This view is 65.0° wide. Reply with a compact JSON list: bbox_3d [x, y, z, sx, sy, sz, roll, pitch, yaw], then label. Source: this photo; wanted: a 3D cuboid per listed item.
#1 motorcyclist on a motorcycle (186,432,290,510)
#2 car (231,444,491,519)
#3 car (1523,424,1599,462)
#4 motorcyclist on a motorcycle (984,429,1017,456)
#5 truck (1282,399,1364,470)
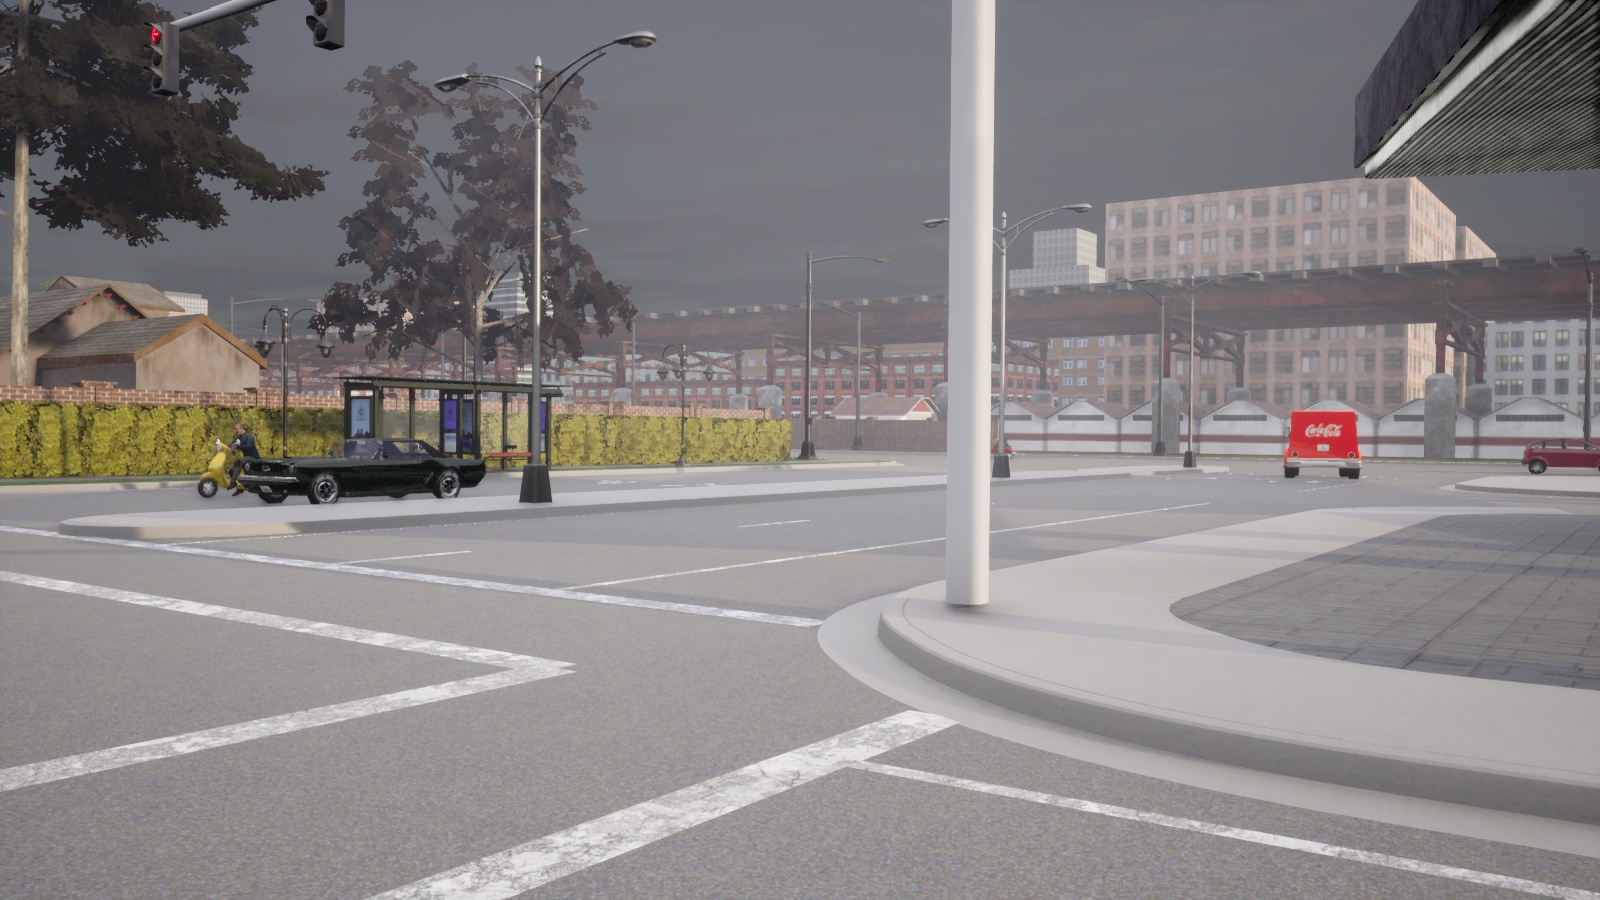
[{"bbox_3d":[-11.985,0.427,26.842,0.866,1.590,1.817,0,1,35],"label":"motorcyclist on a motorcycle"},{"bbox_3d":[-8.724,0.564,25.371,1.895,1.301,4.718,0,1,35],"label":"car"},{"bbox_3d":[32.698,-0.310,52.997,3.705,1.549,1.789,0,1,33],"label":"car"},{"bbox_3d":[12.146,-0.464,76.073,1.817,1.590,0.866,0,1,35],"label":"motorcyclist on a motorcycle"},{"bbox_3d":[19.224,-0.563,46.375,2.627,2.467,5.204,0,1,21],"label":"truck"}]
